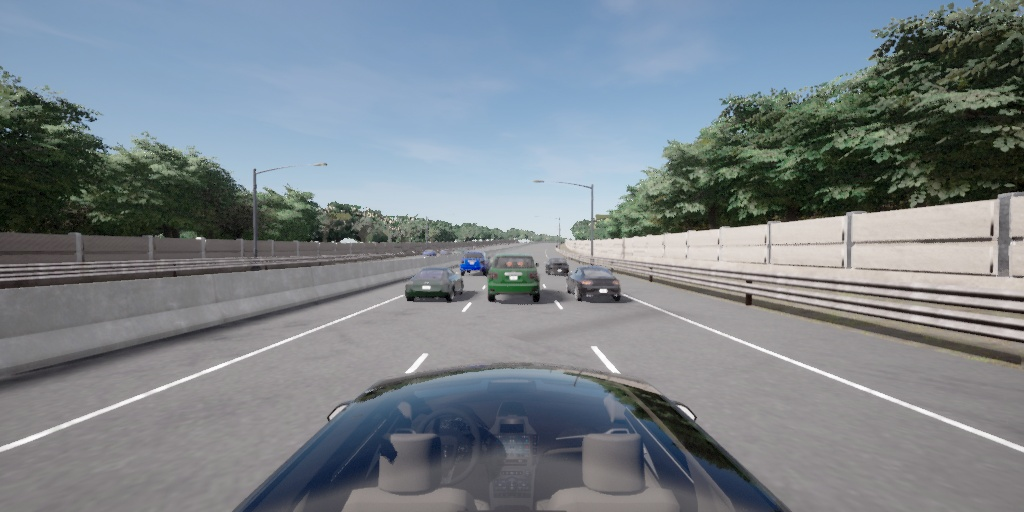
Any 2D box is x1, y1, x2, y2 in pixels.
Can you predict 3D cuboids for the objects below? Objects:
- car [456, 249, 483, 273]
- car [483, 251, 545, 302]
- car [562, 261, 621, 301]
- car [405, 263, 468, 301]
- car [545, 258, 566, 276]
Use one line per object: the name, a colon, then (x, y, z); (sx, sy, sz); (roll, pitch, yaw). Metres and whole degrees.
car: (-3.122, 0.610, 31.330); (2.150, 2.045, 5.566); (0, 1, 1)
car: (0.096, 0.885, 16.362); (2.150, 2.045, 5.566); (0, 1, 1)
car: (3.594, 1.163, 16.292); (1.812, 1.442, 4.674); (0, 1, 1)
car: (-3.405, 1.201, 16.381); (1.994, 1.385, 4.181); (0, 1, 1)
car: (3.875, 0.872, 31.128); (1.837, 1.490, 4.892); (0, 1, 1)
